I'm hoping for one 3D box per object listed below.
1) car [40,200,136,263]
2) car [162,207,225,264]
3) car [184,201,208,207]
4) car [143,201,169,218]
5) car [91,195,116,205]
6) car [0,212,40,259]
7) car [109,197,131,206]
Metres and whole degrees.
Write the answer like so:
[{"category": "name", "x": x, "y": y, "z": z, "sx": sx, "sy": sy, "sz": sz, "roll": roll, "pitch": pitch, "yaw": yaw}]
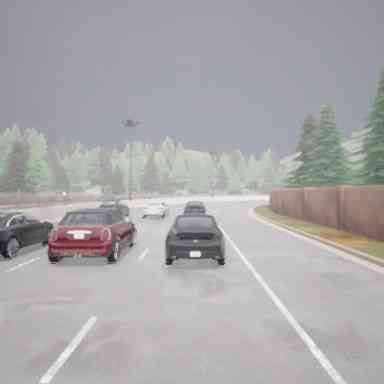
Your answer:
[{"category": "car", "x": -3.398, "y": 1.356, "z": 12.145, "sx": 2.097, "sy": 1.767, "sz": 4.553, "roll": 0, "pitch": 0, "yaw": 0}, {"category": "car", "x": 0.102, "y": 1.509, "z": 11.839, "sx": 1.837, "sy": 1.490, "sz": 4.892, "roll": 0, "pitch": 0, "yaw": 0}, {"category": "car", "x": 0.319, "y": 1.515, "z": 28.804, "sx": 1.837, "sy": 1.490, "sz": 4.892, "roll": 0, "pitch": 0, "yaw": 3}, {"category": "car", "x": -3.145, "y": 1.536, "z": 29.747, "sx": 1.812, "sy": 1.442, "sz": 4.674, "roll": 0, "pitch": 0, "yaw": 3}, {"category": "car", "x": -15.499, "y": 1.373, "z": 58.698, "sx": 2.097, "sy": 1.767, "sz": 4.553, "roll": 0, "pitch": 0, "yaw": 18}, {"category": "car", "x": -6.897, "y": 1.496, "z": 12.567, "sx": 2.128, "sy": 1.511, "sz": 4.902, "roll": 0, "pitch": 0, "yaw": 0}, {"category": "car", "x": -12.302, "y": 1.583, "z": 57.158, "sx": 1.994, "sy": 1.385, "sz": 4.181, "roll": 0, "pitch": 0, "yaw": 18}]
